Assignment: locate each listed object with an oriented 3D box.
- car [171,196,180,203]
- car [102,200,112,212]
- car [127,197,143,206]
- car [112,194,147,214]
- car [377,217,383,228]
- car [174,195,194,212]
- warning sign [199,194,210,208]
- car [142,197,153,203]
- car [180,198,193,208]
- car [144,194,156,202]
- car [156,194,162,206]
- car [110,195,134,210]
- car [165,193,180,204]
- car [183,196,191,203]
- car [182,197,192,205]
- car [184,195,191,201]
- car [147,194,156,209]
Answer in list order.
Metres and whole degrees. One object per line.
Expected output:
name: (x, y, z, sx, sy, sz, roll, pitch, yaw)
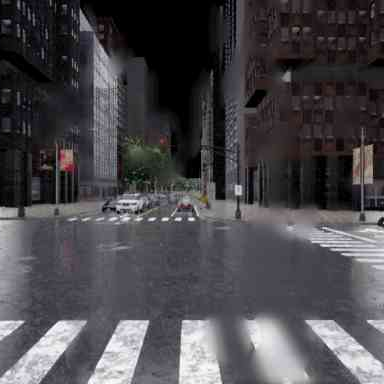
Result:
car: (-3.803, 1.688, 75.790, 1.895, 1.301, 4.718, 0, 0, -1)
car: (-9.235, 1.571, 38.884, 1.947, 1.339, 4.313, 0, 0, -1)
car: (-9.382, 1.565, 54.991, 1.752, 1.417, 4.829, 0, 0, -1)
car: (-6.540, 1.220, 35.522, 2.150, 2.045, 5.566, 0, 0, -1)
car: (14.096, 1.786, 20.943, 4.181, 1.385, 1.994, 1, 0, 0)
car: (-0.711, 1.445, 38.959, 1.967, 1.590, 4.097, 0, 0, -1)
warning sign: (1.567, 1.128, 42.650, 1.300, 1.860, 1.060, 0, 0, -1)
car: (-9.532, 1.663, 71.439, 1.802, 1.307, 4.206, 0, 0, -1)
car: (-0.809, 1.610, 49.808, 1.802, 1.307, 4.206, 0, 0, -1)
car: (-9.583, 1.410, 76.865, 2.192, 1.841, 5.009, 0, 0, -1)
car: (-6.709, 1.394, 55.748, 2.097, 1.767, 4.553, 0, 0, 0)
car: (-9.285, 1.331, 44.310, 2.192, 1.841, 5.009, 0, 0, -1)
car: (-3.614, 1.557, 65.601, 2.128, 1.511, 4.902, 0, 0, 0)
car: (-1.009, 1.606, 71.677, 1.752, 1.417, 4.829, 0, 0, -1)
car: (-0.909, 1.598, 60.658, 1.887, 1.381, 4.507, 0, 0, -1)
car: (-1.157, 1.567, 87.782, 1.967, 1.590, 4.097, 0, 0, -1)
car: (-6.627, 1.371, 45.547, 2.097, 1.767, 4.553, 0, 0, 0)
